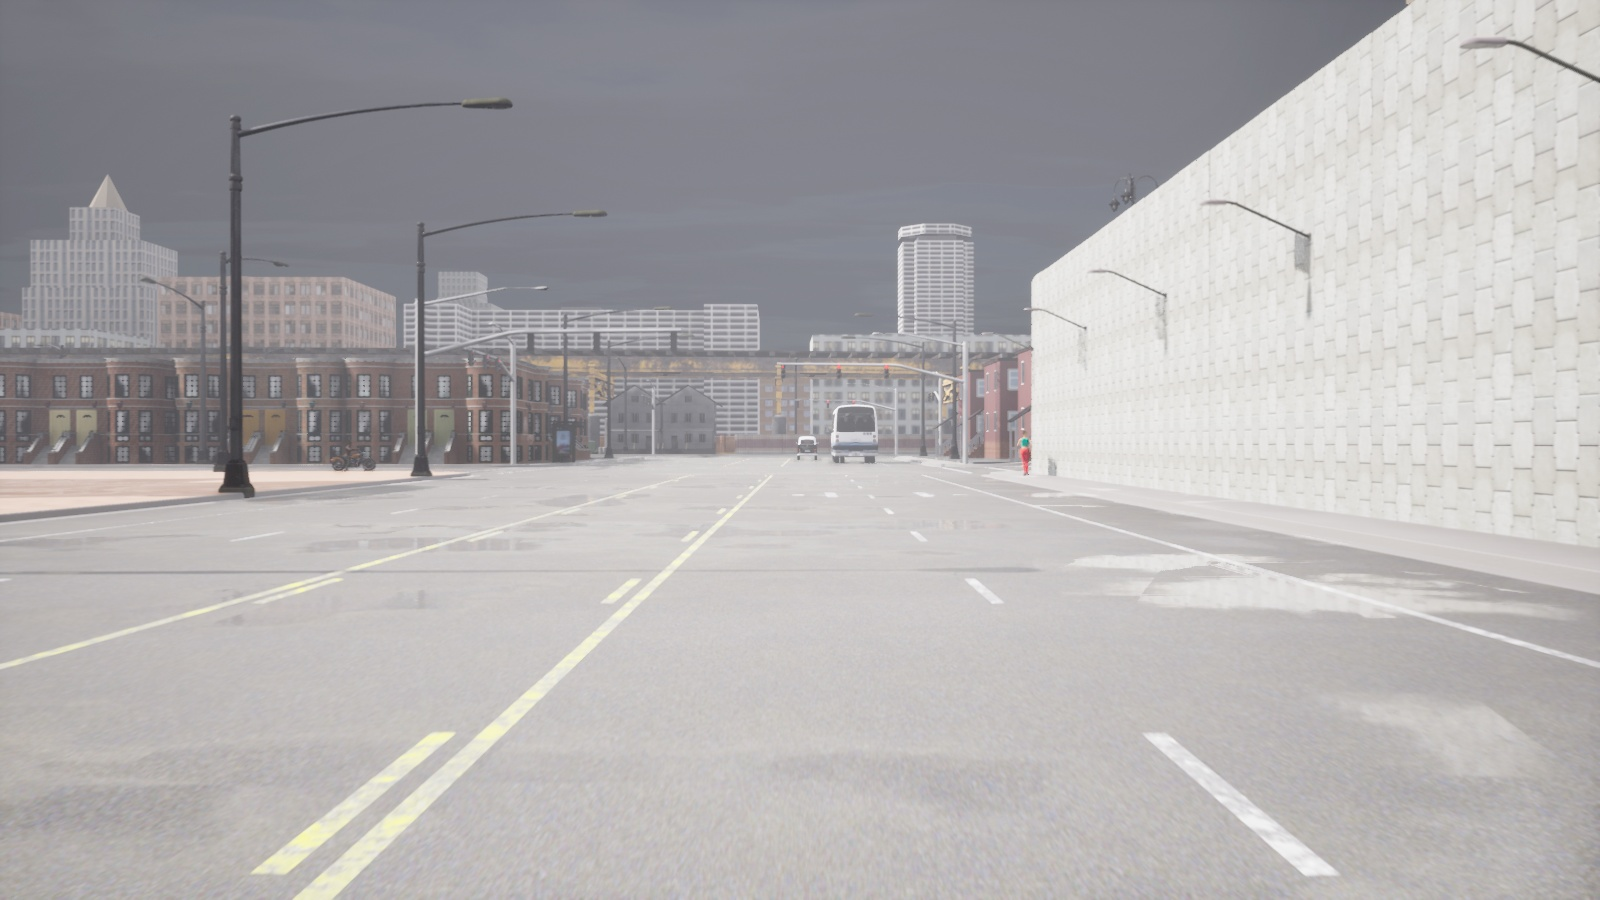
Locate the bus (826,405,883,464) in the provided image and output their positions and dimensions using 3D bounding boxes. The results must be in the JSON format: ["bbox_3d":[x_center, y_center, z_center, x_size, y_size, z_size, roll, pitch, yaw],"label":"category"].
[{"bbox_3d":[4.061,-1.167,95.893,3.944,4.253,10.273,0,0,0],"label":"bus"}]

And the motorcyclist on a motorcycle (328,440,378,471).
[{"bbox_3d":[-23.779,0.301,66.836,2.350,1.649,0.766,0,0,0],"label":"motorcyclist on a motorcycle"}]

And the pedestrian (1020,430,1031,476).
[{"bbox_3d":[9.087,0.124,50.579,0.345,1.836,0.594,0,0,1],"label":"pedestrian"}]
